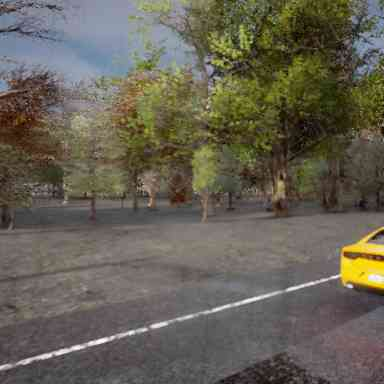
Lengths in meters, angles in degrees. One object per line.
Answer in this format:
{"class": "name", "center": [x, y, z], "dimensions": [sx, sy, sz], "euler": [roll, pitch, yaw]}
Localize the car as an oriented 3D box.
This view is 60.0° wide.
{"class": "car", "center": [5.470, 1.467, 7.716], "dimensions": [5.008, 1.535, 1.882], "euler": [0, 0, -36]}
